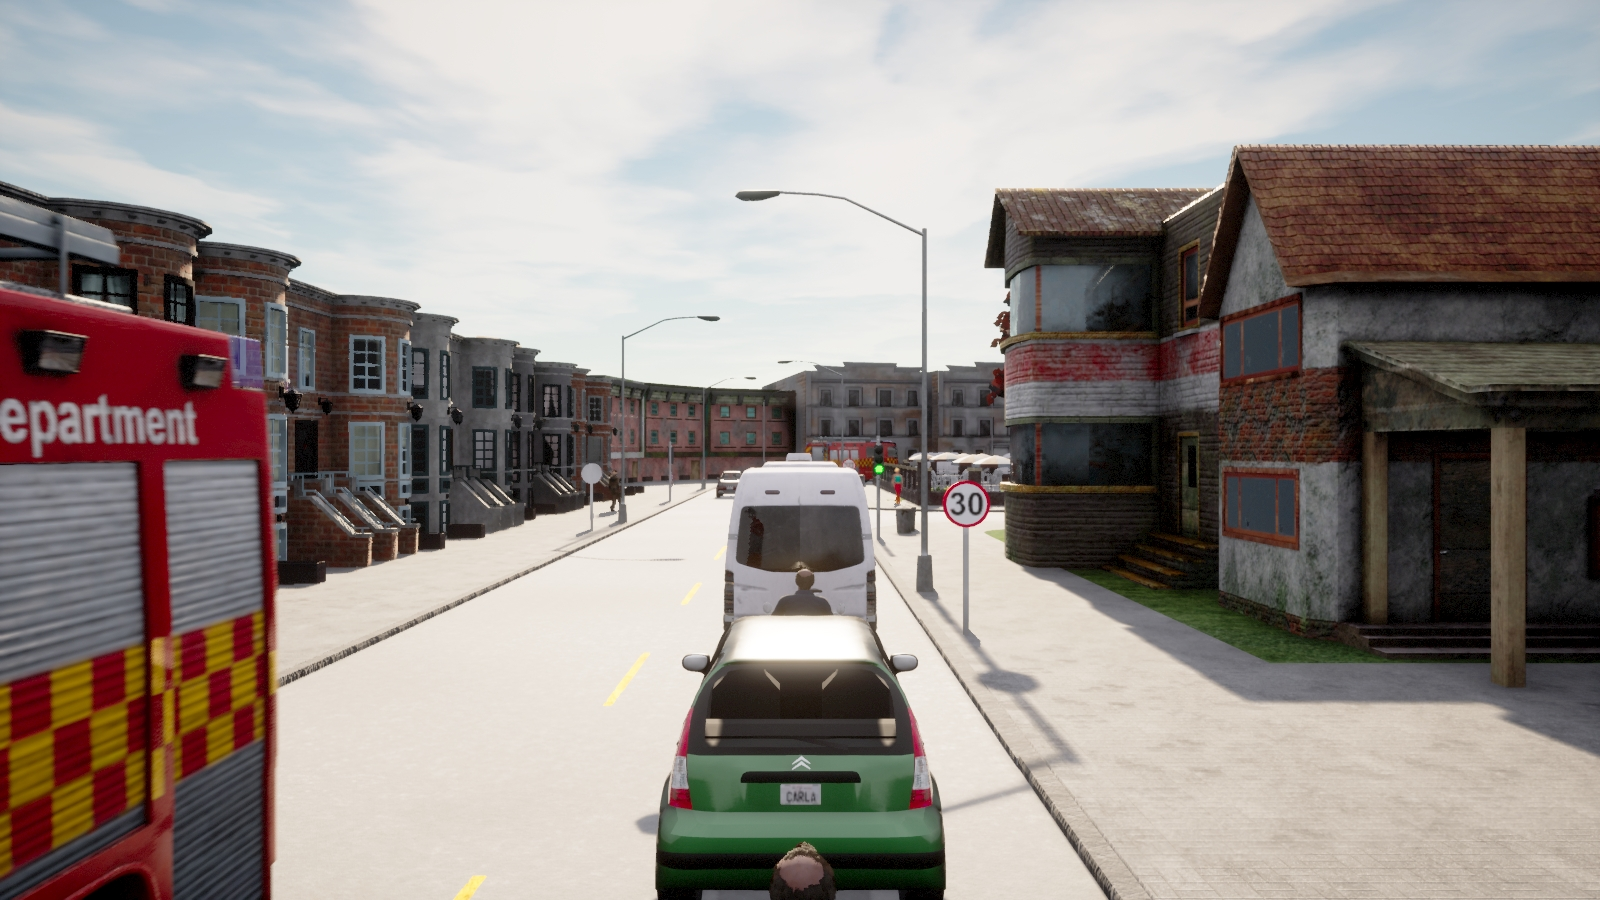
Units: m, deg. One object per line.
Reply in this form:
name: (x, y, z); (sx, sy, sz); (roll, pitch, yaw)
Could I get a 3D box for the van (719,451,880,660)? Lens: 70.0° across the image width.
van: (-0.006, 1.308, 17.045); (1.988, 2.561, 5.915); (0, 0, 0)

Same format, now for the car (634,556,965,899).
car: (-0.003, 1.776, 8.384); (1.851, 1.617, 3.988); (0, 0, 0)

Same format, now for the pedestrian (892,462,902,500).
pedestrian: (4.672, 1.495, 55.107); (0.375, 1.860, 0.375); (0, 0, -11)

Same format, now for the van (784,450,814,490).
van: (-0.059, 1.286, 76.777); (1.988, 2.561, 5.915); (0, 0, 0)

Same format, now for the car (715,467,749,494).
car: (-4.014, 1.781, 67.520); (1.789, 1.549, 3.705); (0, 0, 0)

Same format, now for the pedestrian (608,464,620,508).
pedestrian: (-7.901, 1.508, 48.566); (0.375, 1.860, 0.375); (0, 0, 19)
